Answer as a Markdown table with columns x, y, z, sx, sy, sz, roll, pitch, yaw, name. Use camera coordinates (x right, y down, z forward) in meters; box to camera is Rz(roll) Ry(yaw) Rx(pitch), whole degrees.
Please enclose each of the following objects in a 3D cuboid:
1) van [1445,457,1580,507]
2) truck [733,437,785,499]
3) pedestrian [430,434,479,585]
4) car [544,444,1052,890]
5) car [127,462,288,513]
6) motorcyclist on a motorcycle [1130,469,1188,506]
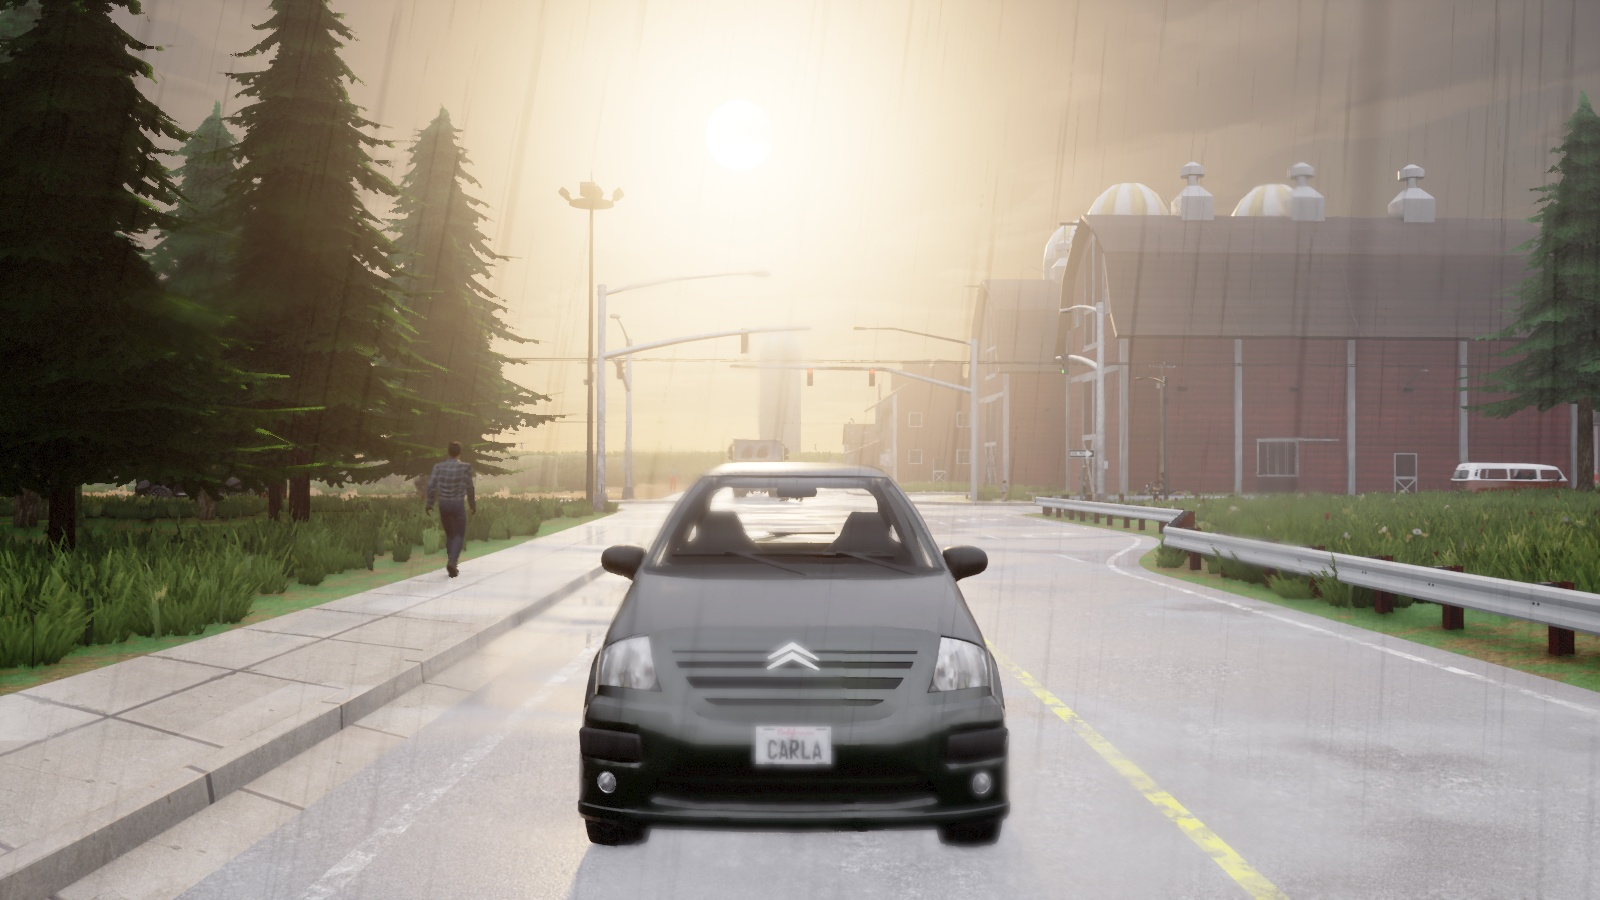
| x | y | z | sx | sy | sz | roll | pitch | yaw | name |
| --- | --- | --- | --- | --- | --- | --- | --- | --- | --- |
| 29.810 | 1.327 | 52.635 | 4.480 | 2.038 | 2.069 | 0 | -1 | -1 | van |
| -2.453 | 1.075 | 73.816 | 2.891 | 3.462 | 7.936 | 0 | -1 | -2 | truck |
| -4.577 | 0.774 | 16.666 | 0.423 | 1.949 | 0.788 | 0 | -1 | 1 | pedestrian |
| -0.021 | 0.823 | 6.581 | 1.851 | 1.617 | 3.988 | 0 | -1 | 0 | car |
| -24.170 | 1.518 | 51.378 | 5.566 | 2.045 | 2.150 | 0 | -1 | -1 | car |
| 15.962 | 1.663 | 55.810 | 2.350 | 1.649 | 0.766 | 0 | -1 | -1 | motorcyclist on a motorcycle |
